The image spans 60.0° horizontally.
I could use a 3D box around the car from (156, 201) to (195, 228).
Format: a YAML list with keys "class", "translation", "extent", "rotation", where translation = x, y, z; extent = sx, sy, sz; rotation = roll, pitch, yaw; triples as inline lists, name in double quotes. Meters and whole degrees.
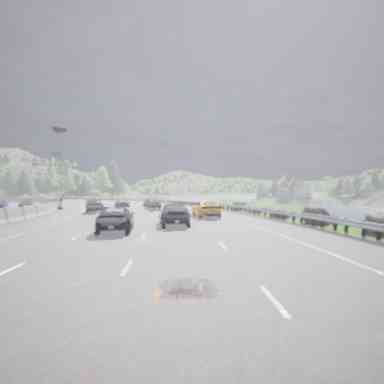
- class: "car"
  translation: [-1.249, 1.547, 22.699]
  extent: [1.837, 1.490, 4.892]
  rotation: [0, 0, -8]

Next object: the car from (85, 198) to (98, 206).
- class: "car"
  translation: [-18.904, 1.837, 62.569]
  extent: [1.837, 1.490, 4.892]
  rotation: [0, 0, -22]

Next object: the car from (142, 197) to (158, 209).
- class: "car"
  translation: [-5.768, 1.681, 47.355]
  extent: [2.033, 1.411, 5.357]
  rotation: [-1, 0, -18]

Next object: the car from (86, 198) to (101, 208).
- class: "car"
  translation: [-11.563, 1.696, 39.633]
  extent: [2.128, 1.511, 4.902]
  rotation: [-1, 0, -14]

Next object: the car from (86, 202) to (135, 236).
- class: "car"
  translation: [-4.399, 1.574, 19.272]
  extent: [2.128, 1.511, 4.902]
  rotation: [-1, 0, -7]

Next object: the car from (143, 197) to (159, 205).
- class: "car"
  translation: [-7.987, 1.657, 63.852]
  extent: [1.882, 1.535, 5.008]
  rotation: [0, 0, -22]

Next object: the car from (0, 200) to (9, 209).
- class: "car"
  translation: [-29.822, 1.956, 51.586]
  extent: [1.882, 1.535, 5.008]
  rotation: [-1, 0, -19]

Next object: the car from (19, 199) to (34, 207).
- class: "car"
  translation: [-27.312, 1.945, 54.936]
  extent: [1.837, 1.490, 4.892]
  rotation: [0, 0, -20]

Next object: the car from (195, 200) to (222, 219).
- class: "car"
  translation: [1.247, 1.491, 29.852]
  extent: [1.882, 1.535, 5.008]
  rotation: [0, 0, -10]

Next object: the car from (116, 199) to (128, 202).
- class: "car"
  translation: [-11.088, 1.812, 52.329]
  extent: [1.895, 1.301, 4.718]
  rotation: [-1, 0, -19]
